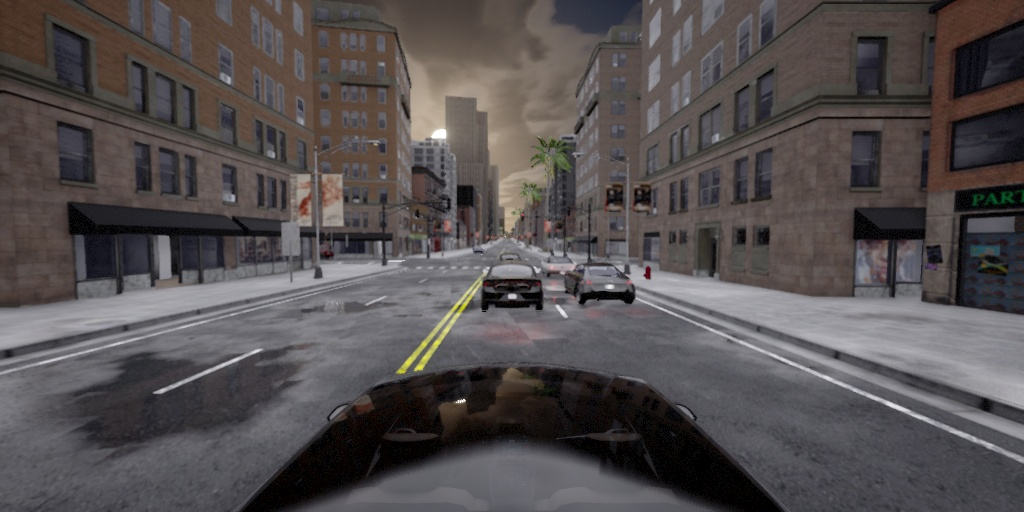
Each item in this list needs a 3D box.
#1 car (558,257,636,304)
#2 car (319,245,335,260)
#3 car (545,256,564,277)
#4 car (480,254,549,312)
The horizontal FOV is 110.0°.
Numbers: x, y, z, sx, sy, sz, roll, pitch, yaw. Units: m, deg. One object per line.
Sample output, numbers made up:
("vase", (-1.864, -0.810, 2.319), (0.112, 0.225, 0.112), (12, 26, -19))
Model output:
("car", (3.204, 0.930, 13.855), (1.994, 1.385, 4.181), (0, 2, -1))
("car", (-24.355, -0.453, 43.645), (5.009, 1.841, 2.192), (0, 0, -9))
("car", (3.008, 0.655, 23.853), (1.895, 1.301, 4.718), (0, 2, -1))
("car", (-0.018, 0.891, 12.433), (1.882, 1.535, 5.008), (0, 2, -1))
